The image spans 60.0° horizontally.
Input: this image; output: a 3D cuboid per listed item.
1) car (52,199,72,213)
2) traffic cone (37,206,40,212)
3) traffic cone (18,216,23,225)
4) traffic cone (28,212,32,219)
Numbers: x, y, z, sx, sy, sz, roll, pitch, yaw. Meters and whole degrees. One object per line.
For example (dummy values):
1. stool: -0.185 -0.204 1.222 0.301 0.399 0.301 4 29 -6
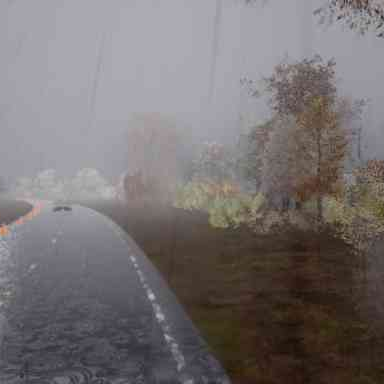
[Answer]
1. car: -14.320 1.480 36.731 2.033 1.411 5.357 1 0 -22
2. traffic cone: -14.637 1.863 31.121 0.340 0.580 0.340 1 0 -21
3. traffic cone: -11.248 1.878 21.832 0.340 0.580 0.340 1 0 -19
4. traffic cone: -12.894 1.871 26.494 0.340 0.580 0.340 1 0 -20
